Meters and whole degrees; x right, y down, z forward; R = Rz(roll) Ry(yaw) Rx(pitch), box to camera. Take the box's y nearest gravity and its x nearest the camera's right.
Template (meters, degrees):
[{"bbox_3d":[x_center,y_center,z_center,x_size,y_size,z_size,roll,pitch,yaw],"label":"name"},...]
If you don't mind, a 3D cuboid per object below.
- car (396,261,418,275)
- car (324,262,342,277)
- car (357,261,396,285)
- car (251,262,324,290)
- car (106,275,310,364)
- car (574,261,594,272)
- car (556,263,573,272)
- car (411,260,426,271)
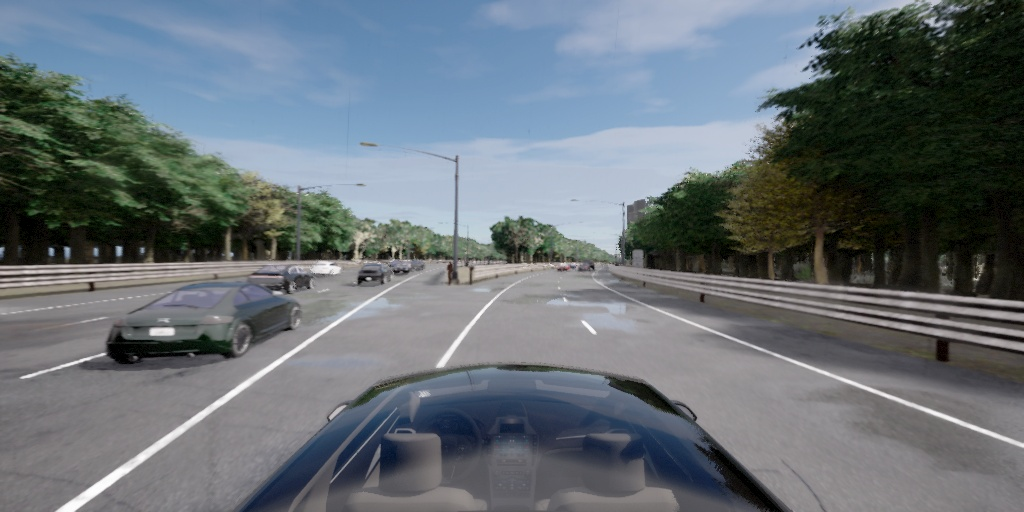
[{"bbox_3d":[-12.817,1.539,42.765,1.895,1.301,4.718,1,-1,-8],"label":"car"},{"bbox_3d":[-18.843,1.310,36.401,1.812,1.442,4.674,1,0,-8],"label":"car"},{"bbox_3d":[-10.240,1.343,26.977,1.837,1.490,4.892,1,-1,-10],"label":"car"},{"bbox_3d":[-12.297,1.224,19.438,2.128,1.511,4.902,1,-1,-11],"label":"car"},{"bbox_3d":[-6.425,1.278,8.099,1.994,1.385,4.181,1,-1,-13],"label":"car"},{"bbox_3d":[12.354,1.979,60.960,2.128,1.511,4.902,1,-1,16],"label":"car"},{"bbox_3d":[8.880,2.044,61.536,1.895,1.301,4.718,1,-1,16],"label":"car"},{"bbox_3d":[-14.347,1.510,54.701,2.128,1.511,4.902,1,-1,-7],"label":"car"}]
